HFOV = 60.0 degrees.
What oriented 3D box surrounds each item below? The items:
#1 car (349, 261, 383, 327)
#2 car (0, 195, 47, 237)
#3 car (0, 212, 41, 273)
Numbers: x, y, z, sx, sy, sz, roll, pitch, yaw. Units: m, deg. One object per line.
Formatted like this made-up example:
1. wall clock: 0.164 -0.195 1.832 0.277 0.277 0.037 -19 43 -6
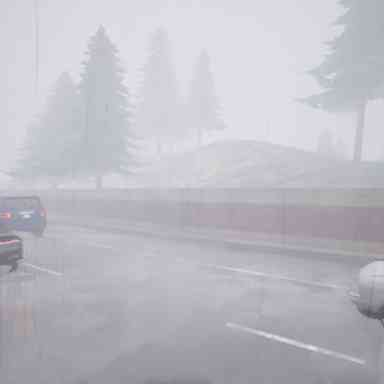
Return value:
1. car: 4.937 1.607 4.824 4.718 1.301 1.895 0 0 35
2. car: -9.165 1.146 16.406 5.566 2.045 2.150 0 0 44
3. car: -6.530 1.444 9.372 4.902 1.511 2.128 0 0 40
